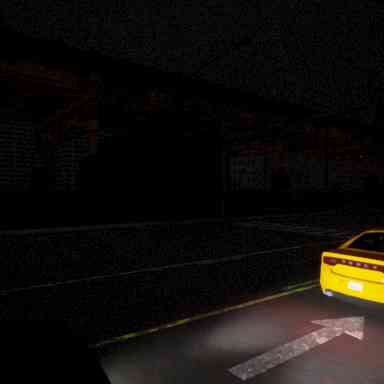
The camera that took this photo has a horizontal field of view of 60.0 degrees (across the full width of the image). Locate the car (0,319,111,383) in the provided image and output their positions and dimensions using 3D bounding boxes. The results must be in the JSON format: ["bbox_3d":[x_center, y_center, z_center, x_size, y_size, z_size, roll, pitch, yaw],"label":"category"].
[{"bbox_3d":[-2.773,1.601,1.774,4.718,1.301,1.895,0,0,-35],"label":"car"}]

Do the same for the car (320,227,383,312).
[{"bbox_3d":[4.840,1.478,7.180,5.008,1.535,1.882,0,0,-35],"label":"car"}]
